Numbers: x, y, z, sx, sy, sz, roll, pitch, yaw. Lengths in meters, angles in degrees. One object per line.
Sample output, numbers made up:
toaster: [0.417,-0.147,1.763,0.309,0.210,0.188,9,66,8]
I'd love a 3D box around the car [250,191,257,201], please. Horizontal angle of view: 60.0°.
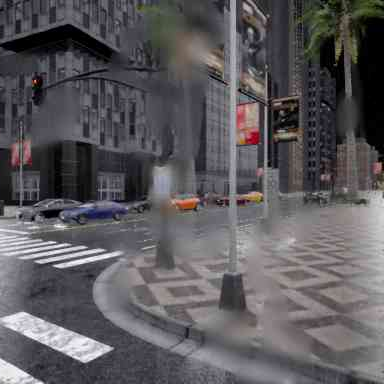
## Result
car: [8.695,0.661,48.815,1.882,1.535,5.008,0,2,36]

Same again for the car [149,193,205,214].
car: [-1.214,0.906,29.310,2.097,1.767,4.553,0,1,35]

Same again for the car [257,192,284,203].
car: [11.407,0.688,47.020,1.837,1.490,4.892,0,2,36]

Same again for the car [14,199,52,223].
car: [-9.644,1.216,23.065,2.128,1.511,4.902,0,1,36]

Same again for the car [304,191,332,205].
car: [15.402,0.738,41.185,1.837,1.490,4.892,0,0,36]

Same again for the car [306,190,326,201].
car: [19.830,0.512,53.054,1.882,1.535,5.008,0,1,35]

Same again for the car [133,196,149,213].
car: [-4.244,1.086,30.657,1.812,1.442,4.674,0,1,35]

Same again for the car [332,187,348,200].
car: [23.628,0.230,52.801,2.150,2.045,5.566,0,1,36]

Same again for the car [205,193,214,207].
car: [1.620,0.863,38.923,1.882,1.535,5.008,0,1,35]

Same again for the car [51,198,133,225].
car: [-6.425,1.239,21.934,1.812,1.442,4.674,0,1,36]

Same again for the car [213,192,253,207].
car: [4.740,0.978,37.707,1.895,1.301,4.718,0,1,35]
